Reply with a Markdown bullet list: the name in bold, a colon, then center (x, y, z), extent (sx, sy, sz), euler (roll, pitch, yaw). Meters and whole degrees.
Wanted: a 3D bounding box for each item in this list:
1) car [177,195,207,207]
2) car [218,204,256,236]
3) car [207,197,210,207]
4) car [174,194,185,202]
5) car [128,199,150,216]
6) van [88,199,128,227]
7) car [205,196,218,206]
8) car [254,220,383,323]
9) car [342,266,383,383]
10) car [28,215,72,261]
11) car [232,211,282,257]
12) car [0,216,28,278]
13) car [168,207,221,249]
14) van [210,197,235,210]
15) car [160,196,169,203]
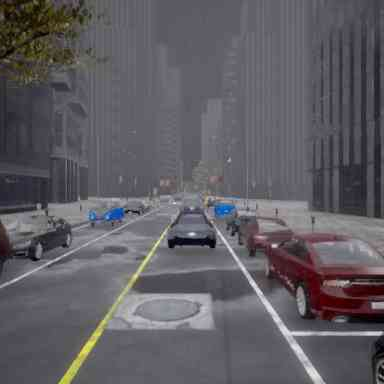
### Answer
- **car**: center (0.000, 1.375, 29.620), extent (2.097, 1.767, 4.553), euler (0, 0, 0)
- **car**: center (2.765, 1.553, 17.978), extent (2.008, 1.369, 4.403), euler (0, 0, 0)
- **car**: center (3.149, 1.546, 48.316), extent (1.812, 1.442, 4.674), euler (0, 0, 0)
- **car**: center (-3.000, 1.599, 72.701), extent (1.895, 1.301, 4.718), euler (0, 0, 0)
- **car**: center (-5.761, 1.575, 33.240), extent (1.947, 1.339, 4.313), euler (0, 0, 0)
- **van**: center (-5.760, 1.345, 22.663), extent (1.690, 1.788, 3.998), euler (0, 0, 0)
- **car**: center (3.140, 1.503, 55.316), extent (1.882, 1.535, 5.008), euler (0, 0, 0)
- **car**: center (2.765, 1.544, 7.151), extent (1.887, 1.381, 4.507), euler (0, 0, 0)
- **car**: center (2.765, 1.564, 1.738), extent (1.947, 1.339, 4.313), euler (0, 0, 0)
- **car**: center (-5.760, 1.551, 12.085), extent (2.008, 1.369, 4.403), euler (0, 0, 0)
- **car**: center (2.764, 1.582, 12.565), extent (1.802, 1.307, 4.206), euler (0, 0, 0)
- **car**: center (-5.760, 1.314, 6.796), extent (2.192, 1.841, 5.009), euler (0, 0, 0)
- **car**: center (0.000, 1.574, 14.649), extent (1.994, 1.385, 4.181), euler (0, 0, 0)
- **van**: center (2.765, 1.348, 28.804), extent (1.690, 1.788, 3.998), euler (0, 0, 0)
- **car**: center (-5.761, 1.591, 70.024), extent (2.008, 1.369, 4.403), euler (0, 0, 0)
